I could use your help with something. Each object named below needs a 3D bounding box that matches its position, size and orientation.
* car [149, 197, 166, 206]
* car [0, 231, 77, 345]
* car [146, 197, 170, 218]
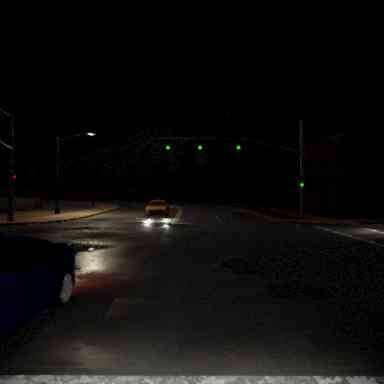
[{"bbox_3d":[-5.723,1.534,54.910,1.994,1.385,4.181,0,0,-17],"label":"car"},{"bbox_3d":[-3.441,1.477,5.159,1.882,1.535,5.008,0,0,1],"label":"car"},{"bbox_3d":[-3.043,1.485,30.263,1.882,1.535,5.008,0,0,0],"label":"car"}]
